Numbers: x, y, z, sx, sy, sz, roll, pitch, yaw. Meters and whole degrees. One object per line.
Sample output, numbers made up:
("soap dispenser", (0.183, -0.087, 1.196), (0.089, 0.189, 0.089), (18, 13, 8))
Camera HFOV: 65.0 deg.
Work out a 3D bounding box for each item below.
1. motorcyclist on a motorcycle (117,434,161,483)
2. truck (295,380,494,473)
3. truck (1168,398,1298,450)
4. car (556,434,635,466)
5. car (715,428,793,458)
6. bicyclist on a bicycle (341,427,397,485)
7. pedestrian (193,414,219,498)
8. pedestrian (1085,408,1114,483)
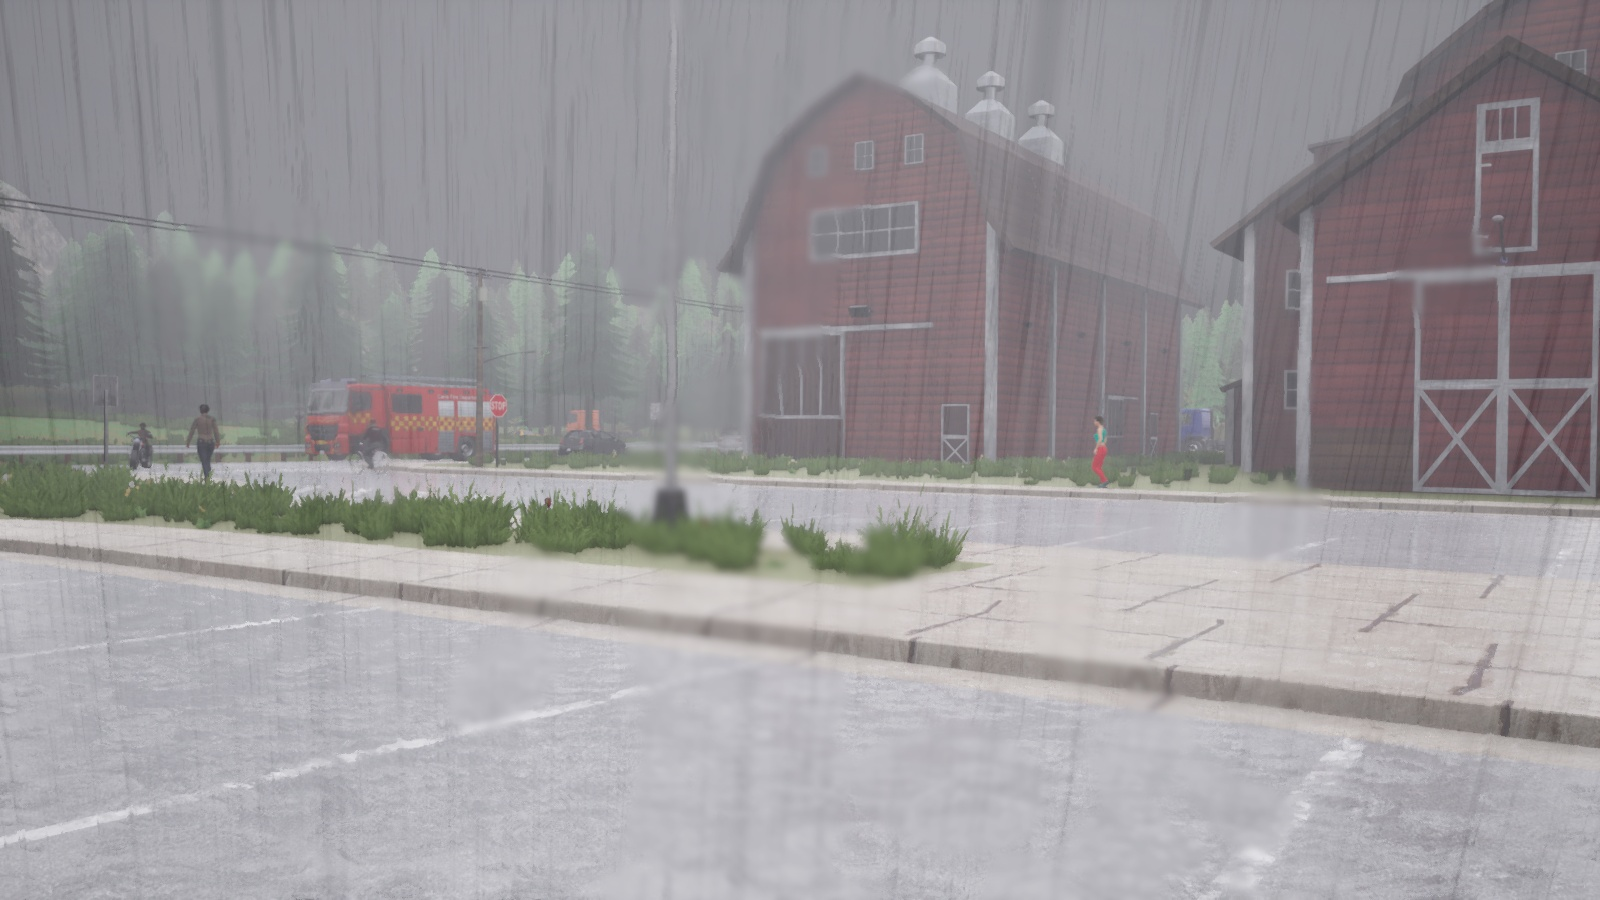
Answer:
("motorcyclist on a motorcycle", (-22.784, 0.278, 43.312), (0.766, 1.649, 2.350), (1, 1, -14))
("truck", (-17.954, -1.062, 56.291), (2.891, 3.827, 8.468), (0, 1, 34))
("truck", (29.636, -1.734, 86.089), (7.936, 3.462, 2.891), (0, 1, 33))
("car", (-10.039, -0.025, 61.758), (1.845, 1.501, 3.633), (0, 1, 34))
("car", (-2.630, -0.412, 72.730), (2.242, 1.667, 4.611), (0, 1, 34))
("bicyclist on a bicycle", (-13.420, 0.176, 39.092), (1.843, 1.776, 0.659), (0, 1, 34))
("pedestrian", (-12.981, 0.118, 27.445), (0.328, 1.805, 0.869), (-1, 1, -37))
("pedestrian", (7.467, -0.113, 31.305), (0.594, 1.836, 0.345), (0, 1, 32))
